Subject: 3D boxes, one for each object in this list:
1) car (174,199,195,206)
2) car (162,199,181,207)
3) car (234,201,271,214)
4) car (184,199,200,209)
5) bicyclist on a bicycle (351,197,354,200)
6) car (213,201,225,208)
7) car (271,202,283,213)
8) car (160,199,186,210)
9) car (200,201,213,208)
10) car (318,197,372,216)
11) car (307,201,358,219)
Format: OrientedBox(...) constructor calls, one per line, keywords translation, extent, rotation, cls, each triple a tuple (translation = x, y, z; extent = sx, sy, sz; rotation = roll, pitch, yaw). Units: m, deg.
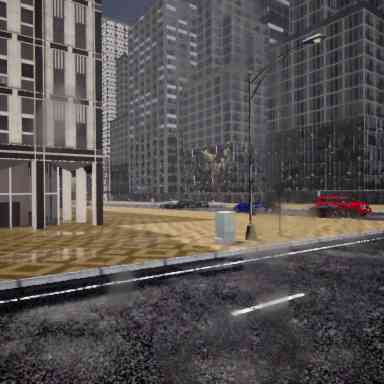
OrientedBox(translation=(-1.726, 2.225, 71.769), extent=(2.128, 1.511, 4.902), rotation=(-1, -1, -35), cls="car")
OrientedBox(translation=(-4.378, 2.252, 69.890), extent=(1.812, 1.442, 4.674), rotation=(-1, -1, -35), cls="car")
OrientedBox(translation=(7.247, 2.016, 42.070), extent=(1.812, 1.442, 4.674), rotation=(-1, -1, -35), cls="car")
OrientedBox(translation=(-1.200, 2.271, 59.718), extent=(1.837, 1.490, 4.892), rotation=(-1, -1, -35), cls="car")
OrientedBox(translation=(21.996, 1.578, 45.642), extent=(1.656, 1.620, 0.582), rotation=(-1, 0, -35), cls="bicyclist on a bicycle")
OrientedBox(translation=(4.040, 2.311, 63.634), extent=(1.895, 1.301, 4.718), rotation=(-1, -1, -35), cls="car")
OrientedBox(translation=(9.787, 1.968, 44.110), extent=(1.837, 1.490, 4.892), rotation=(-1, 0, -35), cls="car")
OrientedBox(translation=(-3.629, 2.388, 57.518), extent=(1.895, 1.301, 4.718), rotation=(-1, -1, -35), cls="car")
OrientedBox(translation=(1.304, 2.306, 61.971), extent=(1.994, 1.385, 4.181), rotation=(-1, -1, -35), cls="car")
OrientedBox(translation=(15.957, 1.518, 35.392), extent=(2.150, 2.045, 5.566), rotation=(-1, -1, -35), cls="car")
OrientedBox(translation=(13.627, 1.881, 33.063), extent=(1.994, 1.385, 4.181), rotation=(-1, -1, -35), cls="car")
